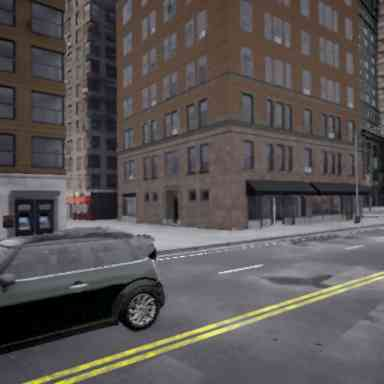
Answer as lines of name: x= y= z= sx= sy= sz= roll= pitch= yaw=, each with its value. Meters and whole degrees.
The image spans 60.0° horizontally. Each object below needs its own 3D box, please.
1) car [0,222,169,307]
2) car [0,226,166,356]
car: x=-3.295 y=1.782 z=9.271 sx=4.902 sy=1.511 sz=2.128 roll=0 pitch=-2 yaw=-37
car: x=-2.769 y=1.544 z=5.608 sx=4.553 sy=1.767 sz=2.097 roll=0 pitch=-2 yaw=-37
